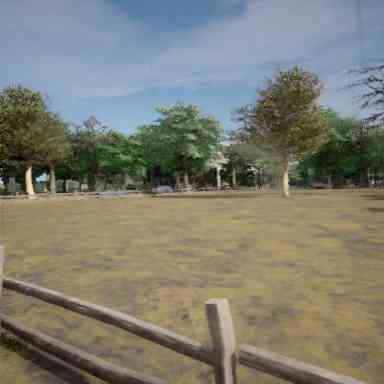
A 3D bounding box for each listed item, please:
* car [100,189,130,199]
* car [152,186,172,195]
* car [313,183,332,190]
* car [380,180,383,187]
[{"bbox_3d":[-12.442,0.264,53.072,2.033,1.411,5.357,-3,0,35],"label":"car"},{"bbox_3d":[-6.147,-0.429,67.969,2.097,1.767,4.553,-3,0,35],"label":"car"},{"bbox_3d":[33.127,-1.474,84.516,4.553,1.767,2.097,-1,-1,35],"label":"car"},{"bbox_3d":[45.857,-1.795,75.448,5.566,2.045,2.150,-1,0,35],"label":"car"}]
